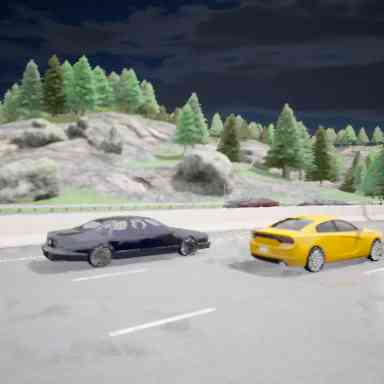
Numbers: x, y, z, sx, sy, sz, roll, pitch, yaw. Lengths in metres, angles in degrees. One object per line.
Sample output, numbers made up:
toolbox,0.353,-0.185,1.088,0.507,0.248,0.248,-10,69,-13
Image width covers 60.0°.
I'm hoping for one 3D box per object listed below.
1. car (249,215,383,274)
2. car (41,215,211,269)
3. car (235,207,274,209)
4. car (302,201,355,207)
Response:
car,4.088,1.463,10.608,5.008,1.535,1.882,0,0,-32
car,-1.976,1.487,10.943,5.357,1.411,2.033,0,0,-33
car,7.496,1.383,37.122,5.008,1.535,1.882,0,0,-28
car,13.721,1.517,32.518,5.357,1.411,2.033,0,0,-27
